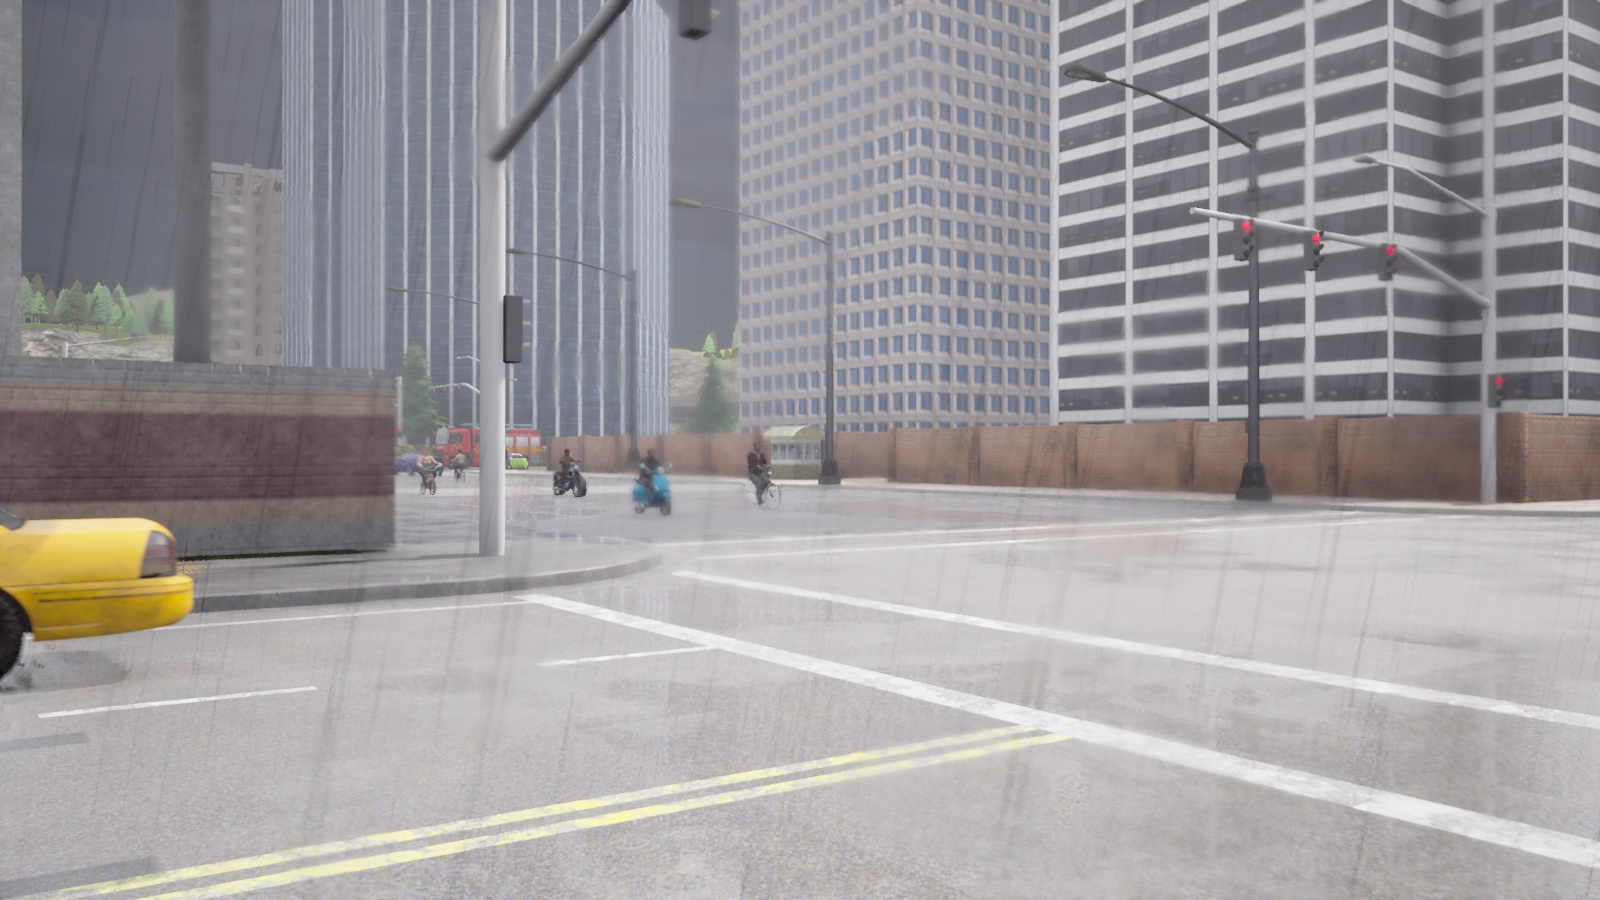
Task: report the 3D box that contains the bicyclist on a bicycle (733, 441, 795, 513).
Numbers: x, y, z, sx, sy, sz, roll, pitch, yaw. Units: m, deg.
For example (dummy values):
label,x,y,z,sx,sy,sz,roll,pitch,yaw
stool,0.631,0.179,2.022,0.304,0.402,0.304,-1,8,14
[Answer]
label,x,y,z,sx,sy,sz,roll,pitch,yaw
bicyclist on a bicycle,-0.934,0.683,32.105,0.659,1.776,1.843,0,0,-35

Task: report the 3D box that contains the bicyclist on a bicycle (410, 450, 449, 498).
label,x,y,z,sx,sy,sz,roll,pitch,yaw
bicyclist on a bicycle,-12.708,0.803,43.045,0.866,1.612,1.509,0,0,-34

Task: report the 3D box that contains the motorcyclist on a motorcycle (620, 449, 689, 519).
label,x,y,z,sx,sy,sz,roll,pitch,yaw
motorcyclist on a motorcycle,-3.449,0.768,29.587,0.866,1.590,1.817,0,0,-35

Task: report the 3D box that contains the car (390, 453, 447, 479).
label,x,y,z,sx,sy,sz,roll,pitch,yaw
car,-23.467,0.943,77.173,1.882,1.535,5.008,0,0,-35

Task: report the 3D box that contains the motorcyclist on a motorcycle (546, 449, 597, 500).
label,x,y,z,sx,sy,sz,roll,pitch,yaw
motorcyclist on a motorcycle,-7.638,0.801,41.844,0.766,1.649,2.350,0,0,-35

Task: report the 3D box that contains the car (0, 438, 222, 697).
label,x,y,z,sx,sy,sz,roll,pitch,yaw
car,-6.564,0.717,7.575,5.366,1.575,1.801,0,0,-34
